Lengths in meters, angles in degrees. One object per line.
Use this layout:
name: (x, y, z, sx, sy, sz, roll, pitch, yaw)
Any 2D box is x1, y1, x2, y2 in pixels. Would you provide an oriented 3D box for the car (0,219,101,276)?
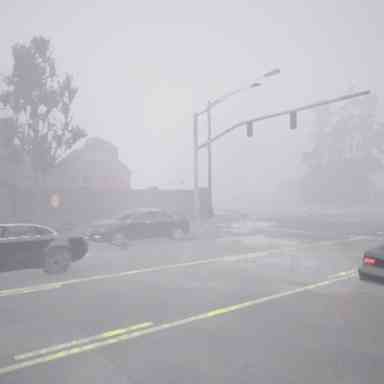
car: (-5.265, 1.495, 8.822, 4.902, 1.511, 2.128, 0, 0, -35)

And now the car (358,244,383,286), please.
car: (6.212, 1.559, 8.175, 5.357, 1.411, 2.033, 0, 0, -36)

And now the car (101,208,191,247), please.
car: (-2.333, 1.516, 15.190, 4.892, 1.490, 1.837, 1, -1, -35)
